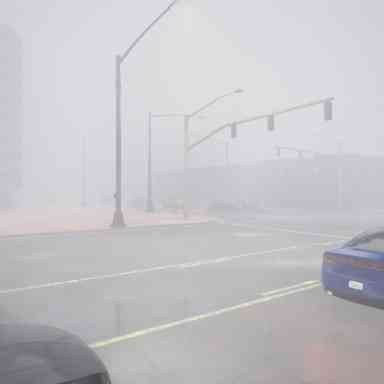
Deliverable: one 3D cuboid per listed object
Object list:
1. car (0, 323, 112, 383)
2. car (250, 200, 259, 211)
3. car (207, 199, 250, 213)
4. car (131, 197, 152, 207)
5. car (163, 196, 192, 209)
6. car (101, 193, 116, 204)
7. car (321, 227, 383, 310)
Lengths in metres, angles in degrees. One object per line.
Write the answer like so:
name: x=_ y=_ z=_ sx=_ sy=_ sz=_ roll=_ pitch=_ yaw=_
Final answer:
car: x=-2.842 y=1.505 z=1.727 sx=4.892 sy=1.490 sz=1.837 roll=0 pitch=0 yaw=-35
car: x=5.852 y=1.526 z=39.416 sx=1.812 sy=1.442 sz=4.674 roll=0 pitch=0 yaw=-34
car: x=3.602 y=1.492 z=36.379 sx=2.128 sy=1.511 sz=4.902 roll=0 pitch=0 yaw=-35
car: x=-7.979 y=1.492 z=52.621 sx=2.128 sy=1.511 sz=4.902 roll=0 pitch=0 yaw=-35
car: x=-1.994 y=1.352 z=44.219 sx=2.097 sy=1.767 sz=4.553 roll=0 pitch=0 yaw=-35
car: x=-15.495 y=1.225 z=63.266 sx=2.150 sy=2.045 sz=5.566 roll=0 pitch=0 yaw=-35
car: x=4.890 y=1.478 z=7.235 sx=5.008 sy=1.535 sz=1.882 roll=0 pitch=0 yaw=-35
